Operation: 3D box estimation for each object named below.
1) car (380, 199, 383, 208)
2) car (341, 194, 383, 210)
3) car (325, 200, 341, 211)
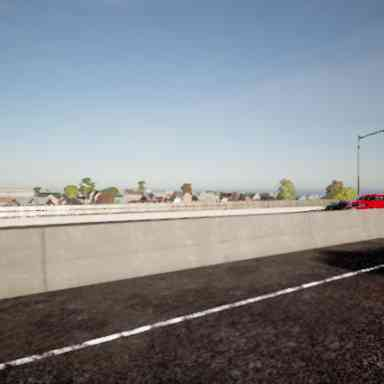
[{"bbox_3d":[19.961,1.581,30.698,5.357,1.411,2.033,0,0,-34],"label":"car"},{"bbox_3d":[17.924,1.251,33.544,5.566,2.045,2.150,0,0,-34],"label":"car"},{"bbox_3d":[16.635,1.597,36.890,4.181,1.385,1.994,0,0,-34],"label":"car"}]
